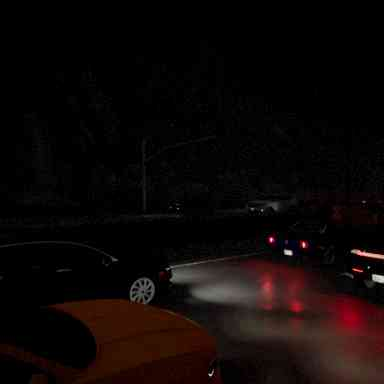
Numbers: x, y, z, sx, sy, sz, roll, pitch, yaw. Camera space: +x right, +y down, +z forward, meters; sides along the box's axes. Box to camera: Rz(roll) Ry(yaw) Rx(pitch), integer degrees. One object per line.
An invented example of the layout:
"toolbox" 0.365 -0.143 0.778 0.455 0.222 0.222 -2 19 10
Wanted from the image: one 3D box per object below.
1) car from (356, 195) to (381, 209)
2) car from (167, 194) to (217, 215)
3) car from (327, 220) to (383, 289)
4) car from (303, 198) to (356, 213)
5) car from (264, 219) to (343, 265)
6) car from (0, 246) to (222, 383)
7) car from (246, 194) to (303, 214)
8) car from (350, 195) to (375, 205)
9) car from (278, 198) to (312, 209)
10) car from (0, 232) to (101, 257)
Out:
"car" 21.646 1.205 41.702 4.553 1.767 2.097 0 0 -36
"car" 0.096 1.192 34.477 5.566 2.045 2.150 0 0 -36
"car" 5.646 1.483 7.920 4.902 1.511 2.128 0 0 -36
"car" 12.420 1.475 30.530 5.357 1.411 2.033 0 0 -36
"car" 4.787 1.591 11.626 4.718 1.301 1.895 0 0 -36
"car" -2.002 1.477 2.296 5.008 1.535 1.882 0 0 -36
"car" 7.611 1.168 31.328 5.566 2.045 2.150 0 0 -36
"car" 28.516 1.302 55.445 4.674 1.442 1.812 0 0 -36
"car" 13.863 1.478 44.656 4.718 1.301 1.895 0 0 -36
"car" -2.653 1.504 6.152 4.892 1.490 1.837 0 0 -36
